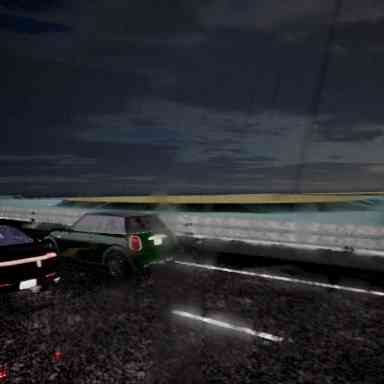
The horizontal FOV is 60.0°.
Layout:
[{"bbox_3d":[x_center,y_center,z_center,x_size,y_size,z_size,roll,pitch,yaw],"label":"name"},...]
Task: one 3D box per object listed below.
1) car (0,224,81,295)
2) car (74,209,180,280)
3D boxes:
[{"bbox_3d":[-5.013,1.497,7.589,4.902,1.511,2.128,0,0,36],"label":"car"},{"bbox_3d":[-2.638,1.358,10.194,4.553,1.767,2.097,0,0,36],"label":"car"}]
